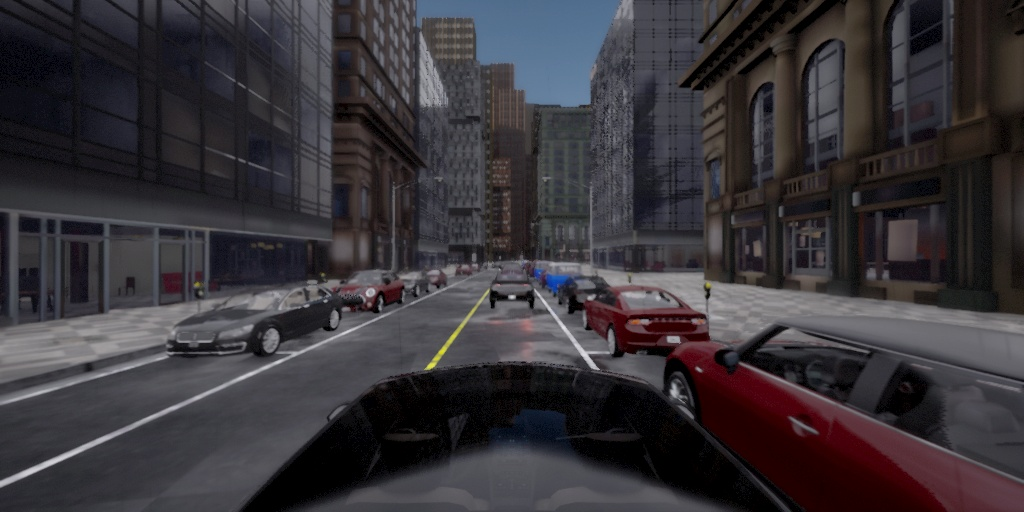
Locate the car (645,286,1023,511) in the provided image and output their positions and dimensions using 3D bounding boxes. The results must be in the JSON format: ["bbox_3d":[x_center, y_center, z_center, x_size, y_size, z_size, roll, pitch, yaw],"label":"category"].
[{"bbox_3d":[2.857,1.201,2.919,1.967,1.591,4.097,0,0,0],"label":"car"}]

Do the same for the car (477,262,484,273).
[{"bbox_3d":[-5.654,1.814,53.756,1.802,1.307,4.207,0,0,0],"label":"car"}]

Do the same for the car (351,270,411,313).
[{"bbox_3d":[-5.665,1.307,14.215,1.967,1.591,4.097,0,0,0],"label":"car"}]

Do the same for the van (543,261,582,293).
[{"bbox_3d":[2.861,1.261,19.864,1.690,1.789,3.998,0,0,0],"label":"van"}]

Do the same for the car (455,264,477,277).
[{"bbox_3d":[-5.657,1.677,42.458,1.888,1.381,4.507,0,0,0],"label":"car"}]

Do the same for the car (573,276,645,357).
[{"bbox_3d":[2.858,1.359,8.568,1.888,1.381,4.507,0,0,0],"label":"car"}]

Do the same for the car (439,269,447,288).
[{"bbox_3d":[-5.662,1.556,25.512,1.802,1.307,4.207,0,0,0],"label":"car"}]

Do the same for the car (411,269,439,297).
[{"bbox_3d":[-5.664,1.471,19.863,2.007,1.370,4.403,0,0,0],"label":"car"}]

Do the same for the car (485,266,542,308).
[{"bbox_3d":[0.007,1.378,16.130,2.128,1.511,4.902,0,0,0],"label":"car"}]

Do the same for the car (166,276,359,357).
[{"bbox_3d":[-5.667,1.364,8.566,2.007,1.370,4.403,0,0,0],"label":"car"}]

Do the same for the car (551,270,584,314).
[{"bbox_3d":[2.860,1.433,14.216,1.948,1.339,4.313,0,0,0],"label":"car"}]

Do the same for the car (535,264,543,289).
[{"bbox_3d":[2.863,1.519,25.513,1.888,1.381,4.507,0,0,0],"label":"car"}]

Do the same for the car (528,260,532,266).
[{"bbox_3d":[2.866,1.395,36.810,2.192,1.841,5.009,0,0,0],"label":"car"}]

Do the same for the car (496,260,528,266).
[{"bbox_3d":[0.009,1.375,30.907,2.097,1.767,4.553,0,-1,0],"label":"car"}]

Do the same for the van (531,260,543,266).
[{"bbox_3d":[2.865,1.368,31.161,1.690,1.789,3.998,0,0,0],"label":"van"}]
